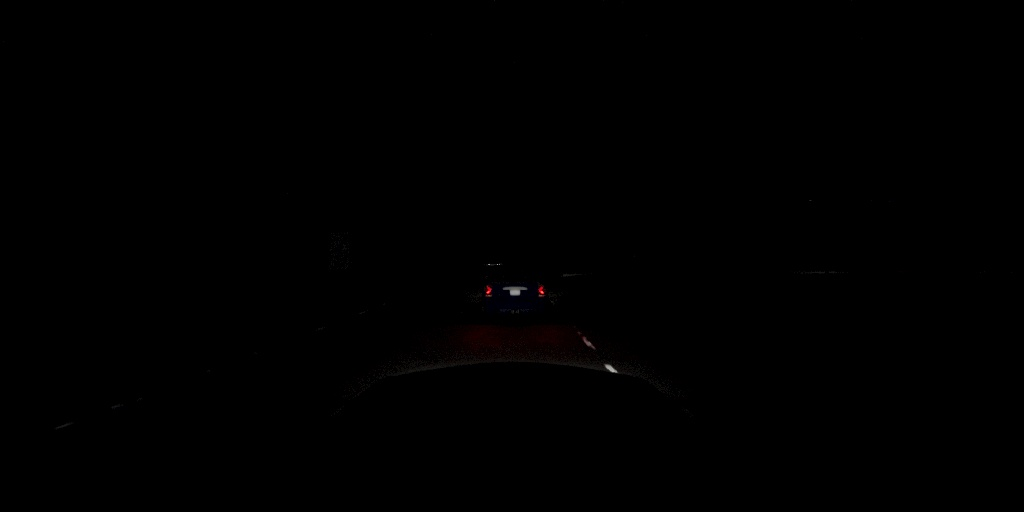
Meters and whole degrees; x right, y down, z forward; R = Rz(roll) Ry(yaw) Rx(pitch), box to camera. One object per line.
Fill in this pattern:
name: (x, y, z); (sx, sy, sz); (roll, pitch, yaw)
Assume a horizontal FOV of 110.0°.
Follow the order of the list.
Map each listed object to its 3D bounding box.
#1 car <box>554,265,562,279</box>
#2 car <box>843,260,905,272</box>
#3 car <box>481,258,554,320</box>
car: (2.340, 1.131, 28.798); (2.128, 1.511, 4.902); (-1, 0, 32)
car: (37.223, 1.015, 36.943); (4.718, 1.301, 1.895); (0, -1, 0)
car: (0.095, 1.090, 12.708); (2.097, 1.767, 4.553); (0, 0, 0)
